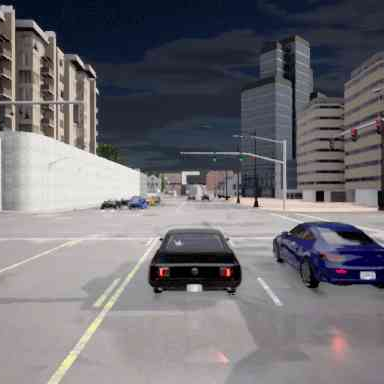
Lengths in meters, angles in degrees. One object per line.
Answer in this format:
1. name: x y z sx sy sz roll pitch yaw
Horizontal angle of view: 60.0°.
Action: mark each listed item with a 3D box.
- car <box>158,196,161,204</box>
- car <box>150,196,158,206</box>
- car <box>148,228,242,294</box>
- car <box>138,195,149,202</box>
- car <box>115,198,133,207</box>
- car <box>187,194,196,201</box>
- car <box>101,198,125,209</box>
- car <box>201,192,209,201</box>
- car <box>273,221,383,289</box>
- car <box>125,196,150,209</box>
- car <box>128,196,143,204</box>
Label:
1. car: -7.143 1.473 64.240 2.128 1.511 4.902 0 0 1
2. car: -7.168 1.465 53.804 1.882 1.535 5.008 0 0 0
3. car: 0.064 1.598 8.756 1.895 1.301 4.718 0 0 0
4. car: -10.612 1.506 73.123 1.812 1.442 4.674 0 0 0
5. car: -10.673 1.596 52.814 1.895 1.301 4.718 0 0 0
6. car: -0.129 1.310 84.602 2.097 1.767 4.553 0 0 0
7. car: -10.660 1.564 44.054 1.994 1.385 4.181 0 0 0
8. car: 3.371 1.447 84.536 1.837 1.490 4.892 0 0 0
9. car: 3.565 1.514 9.028 1.812 1.442 4.674 0 0 0
10. car: -7.161 1.470 44.346 1.882 1.535 5.008 0 0 0
11. car: -10.651 1.495 62.965 1.837 1.490 4.892 0 0 0
